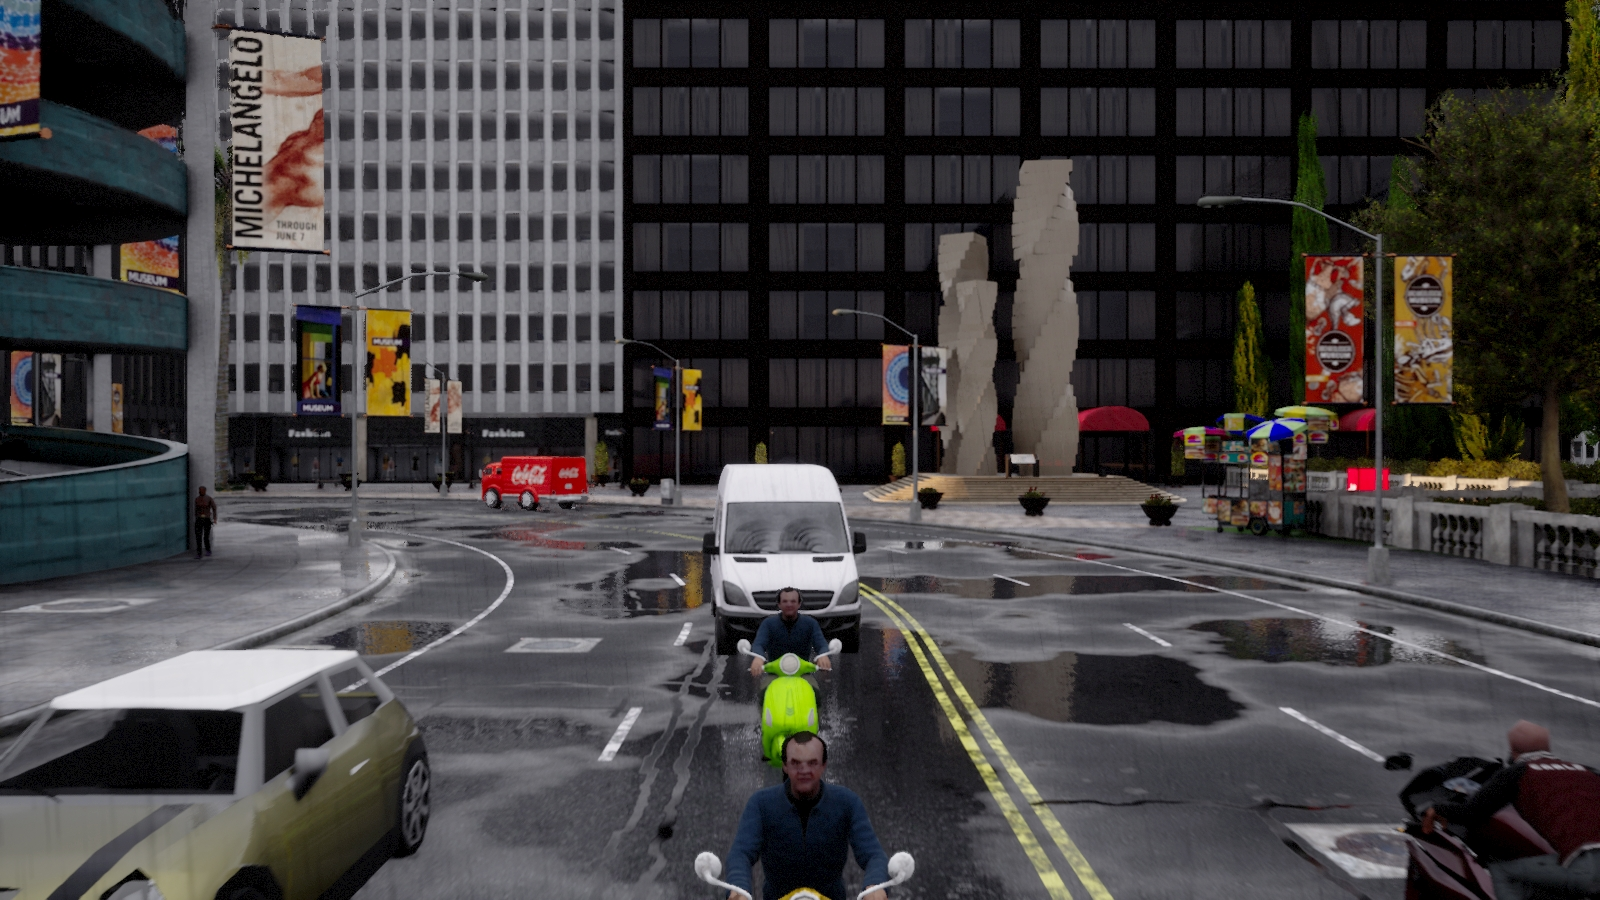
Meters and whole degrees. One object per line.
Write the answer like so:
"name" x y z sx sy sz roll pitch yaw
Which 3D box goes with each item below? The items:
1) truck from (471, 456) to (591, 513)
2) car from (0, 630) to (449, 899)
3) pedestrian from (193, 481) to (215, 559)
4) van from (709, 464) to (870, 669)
"truck" -12.501 1.529 52.989 5.204 2.467 2.627 0 0 35
"car" -3.538 2.059 6.455 1.970 1.475 3.806 0 0 -1
"pedestrian" -14.398 1.675 27.605 0.375 1.860 0.375 0 0 -9
"van" -0.359 1.521 17.599 1.988 2.561 5.915 0 0 -5
